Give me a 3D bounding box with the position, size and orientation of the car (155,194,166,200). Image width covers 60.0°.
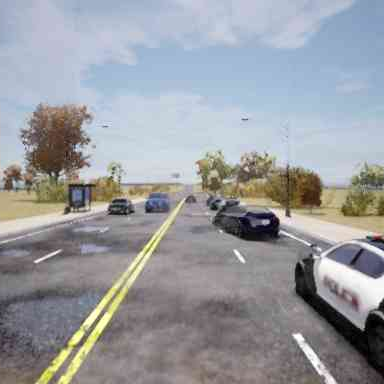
[{"bbox_3d":[-6.772,1.075,72.014,1.895,1.301,4.718,0,0,0],"label":"car"}]

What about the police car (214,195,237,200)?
[{"bbox_3d":[3.172,1.260,27.713,1.930,1.638,5.238,0,0,0],"label":"police car"}]

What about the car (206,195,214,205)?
[{"bbox_3d":[3.124,1.269,38.633,2.163,1.488,4.792,0,0,0],"label":"car"}]

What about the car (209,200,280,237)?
[{"bbox_3d":[2.776,1.401,17.472,2.163,1.488,4.792,0,0,-15],"label":"car"}]

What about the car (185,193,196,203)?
[{"bbox_3d":[-0.209,1.154,58.577,1.812,1.442,4.674,0,0,0],"label":"car"}]

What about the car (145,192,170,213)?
[{"bbox_3d":[-3.452,1.015,34.098,2.150,2.045,5.566,0,0,0],"label":"car"}]

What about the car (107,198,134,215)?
[{"bbox_3d":[-6.689,1.317,31.452,1.837,1.490,4.892,0,0,0],"label":"car"}]

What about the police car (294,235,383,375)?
[{"bbox_3d":[3.246,1.473,5.589,2.038,1.542,4.974,0,0,0],"label":"police car"}]

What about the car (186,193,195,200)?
[{"bbox_3d":[-0.297,1.025,77.688,2.033,1.411,5.357,0,0,0],"label":"car"}]
